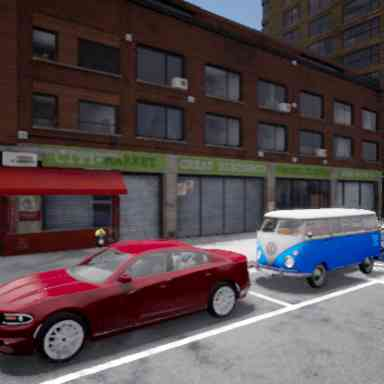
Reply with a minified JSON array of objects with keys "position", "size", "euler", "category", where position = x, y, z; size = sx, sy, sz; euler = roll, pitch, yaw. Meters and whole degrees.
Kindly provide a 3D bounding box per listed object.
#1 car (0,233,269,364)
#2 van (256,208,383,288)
[{"position":[-0.960,1.551,5.849],"size":[4.507,1.381,1.887],"euler":[0,0,-35],"category":"car"},{"position":[3.478,1.360,9.014],"size":[3.998,1.788,1.690],"euler":[0,0,-35],"category":"van"}]
